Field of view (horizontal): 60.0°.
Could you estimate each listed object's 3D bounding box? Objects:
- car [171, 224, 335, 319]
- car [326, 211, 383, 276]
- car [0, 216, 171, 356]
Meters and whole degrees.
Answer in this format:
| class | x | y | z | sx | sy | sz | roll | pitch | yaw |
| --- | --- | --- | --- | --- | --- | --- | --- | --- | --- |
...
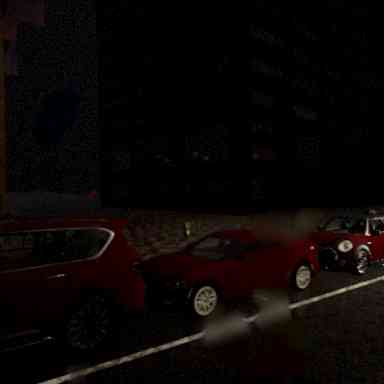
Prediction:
| class | x | y | z | sx | sy | sz | roll | pitch | yaw |
| --- | --- | --- | --- | --- | --- | --- | --- | --- | --- |
| car | 0.942 | 1.533 | 7.332 | 4.507 | 1.381 | 1.887 | 0 | -1 | -35 |
| car | 4.918 | 1.416 | 10.170 | 4.097 | 1.590 | 1.967 | 0 | -1 | -35 |
| car | -3.038 | 1.315 | 4.497 | 5.009 | 1.841 | 2.192 | 0 | -1 | -35 |
